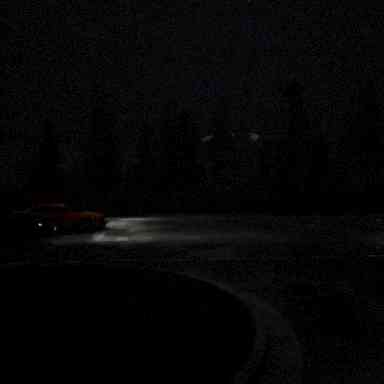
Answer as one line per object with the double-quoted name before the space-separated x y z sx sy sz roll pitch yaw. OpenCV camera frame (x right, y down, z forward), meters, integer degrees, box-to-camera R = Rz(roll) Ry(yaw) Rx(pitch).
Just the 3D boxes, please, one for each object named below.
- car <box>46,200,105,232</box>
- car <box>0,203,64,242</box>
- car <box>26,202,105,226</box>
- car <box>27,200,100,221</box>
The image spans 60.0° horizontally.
"car" -7.523 1.404 18.826 5.008 1.535 1.882 0 0 -5
"car" -8.791 1.434 15.192 4.902 1.511 2.128 0 0 -5
"car" -8.340 1.438 22.277 4.674 1.442 1.812 0 0 -6
"car" -9.767 1.391 25.646 4.902 1.511 2.128 0 0 -5
